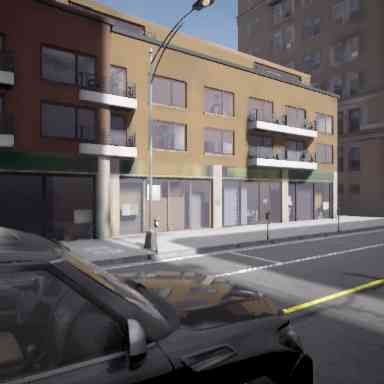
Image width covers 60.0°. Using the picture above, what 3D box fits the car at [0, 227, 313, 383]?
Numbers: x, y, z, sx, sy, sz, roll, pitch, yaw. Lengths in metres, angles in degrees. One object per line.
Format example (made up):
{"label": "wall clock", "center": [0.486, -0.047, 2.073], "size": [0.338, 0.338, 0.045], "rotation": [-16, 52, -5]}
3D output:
{"label": "car", "center": [-1.608, 1.230, 2.133], "size": [5.566, 2.045, 2.150], "rotation": [0, 0, -35]}
